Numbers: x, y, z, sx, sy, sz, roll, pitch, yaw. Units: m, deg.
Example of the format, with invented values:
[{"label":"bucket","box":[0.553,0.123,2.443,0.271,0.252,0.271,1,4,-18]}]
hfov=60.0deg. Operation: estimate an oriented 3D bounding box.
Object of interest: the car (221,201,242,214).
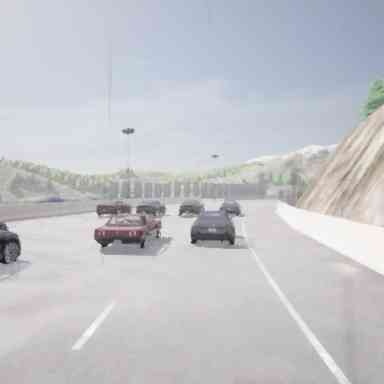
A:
[{"label":"car","box":[3.968,1.589,33.994,1.994,1.385,4.181,0,0,12]}]

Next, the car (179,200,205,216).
[{"label":"car","box":[0.029,1.520,32.322,1.837,1.490,4.892,0,0,11]}]

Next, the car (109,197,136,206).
[{"label":"car","box":[-11.766,1.545,56.754,2.033,1.411,5.357,0,0,18]}]

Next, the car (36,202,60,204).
[{"label":"car","box":[-23.354,1.445,54.804,1.882,1.535,5.008,0,0,17]}]

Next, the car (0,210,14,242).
[{"label":"car","box":[-9.677,1.547,13.914,1.994,1.385,4.181,0,0,5]}]

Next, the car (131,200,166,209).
[{"label":"car","box":[-3.768,1.510,31.140,1.837,1.490,4.892,0,0,11]}]

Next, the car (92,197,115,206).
[{"label":"car","box":[-15.216,1.553,57.403,1.994,1.385,4.181,0,0,18]}]

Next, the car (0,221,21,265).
[{"label":"car","box":[-6.540,1.480,8.847,2.128,1.511,4.902,0,0,3]}]

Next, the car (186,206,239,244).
[{"label":"car","box":[1.066,1.574,16.028,1.994,1.385,4.181,0,0,6]}]

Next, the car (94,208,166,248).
[{"label":"car","box":[-2.607,1.601,14.784,1.895,1.301,4.718,0,0,5]}]

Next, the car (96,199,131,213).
[{"label":"car","box":[-7.261,1.474,31.505,1.882,1.535,5.008,0,0,11]}]
